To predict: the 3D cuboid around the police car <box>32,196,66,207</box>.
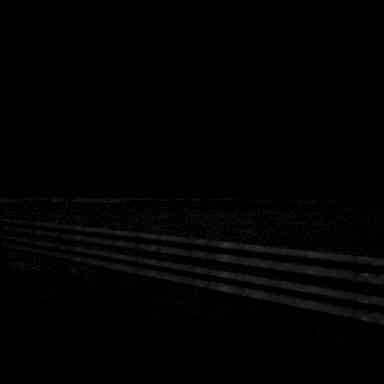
[{"bbox_3d":[-22.395,1.411,51.980,5.238,1.638,1.930,0,0,8],"label":"police car"}]
